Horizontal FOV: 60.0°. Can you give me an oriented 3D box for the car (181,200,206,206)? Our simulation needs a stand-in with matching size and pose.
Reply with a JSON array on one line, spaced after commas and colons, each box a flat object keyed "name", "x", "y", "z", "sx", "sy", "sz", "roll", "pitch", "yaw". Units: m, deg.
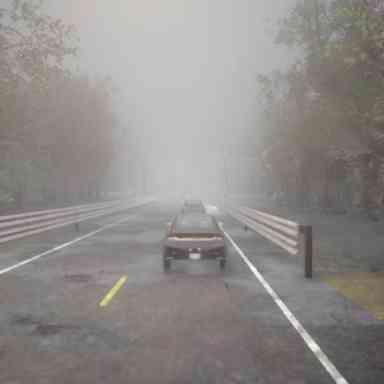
[{"name": "car", "x": 0.098, "y": 1.370, "z": 26.983, "sx": 2.128, "sy": 1.511, "sz": 4.902, "roll": 0, "pitch": 0, "yaw": 0}]

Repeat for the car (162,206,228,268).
[{"name": "car", "x": 0.089, "y": 1.441, "z": 11.035, "sx": 2.128, "sy": 1.511, "sz": 4.902, "roll": 0, "pitch": 0, "yaw": 0}]
